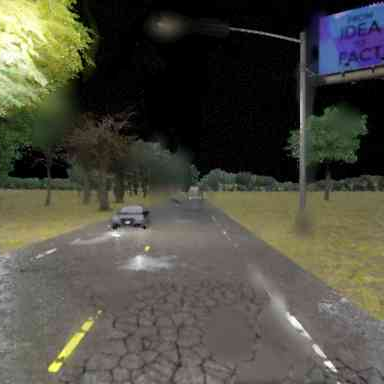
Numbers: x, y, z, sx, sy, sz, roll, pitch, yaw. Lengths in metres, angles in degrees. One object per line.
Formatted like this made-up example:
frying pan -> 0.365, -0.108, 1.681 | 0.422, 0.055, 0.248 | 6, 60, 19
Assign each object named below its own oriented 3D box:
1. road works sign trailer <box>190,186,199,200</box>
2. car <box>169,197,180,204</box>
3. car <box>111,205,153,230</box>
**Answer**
road works sign trailer -> 0.605, 0.251, 89.156 | 2.380, 3.560, 2.880 | 0, 0, 1
car -> -3.266, 1.504, 62.009 | 1.895, 1.301, 4.718 | 0, 0, 1
car -> -3.587, 1.497, 20.492 | 1.994, 1.385, 4.181 | 0, 0, 0
